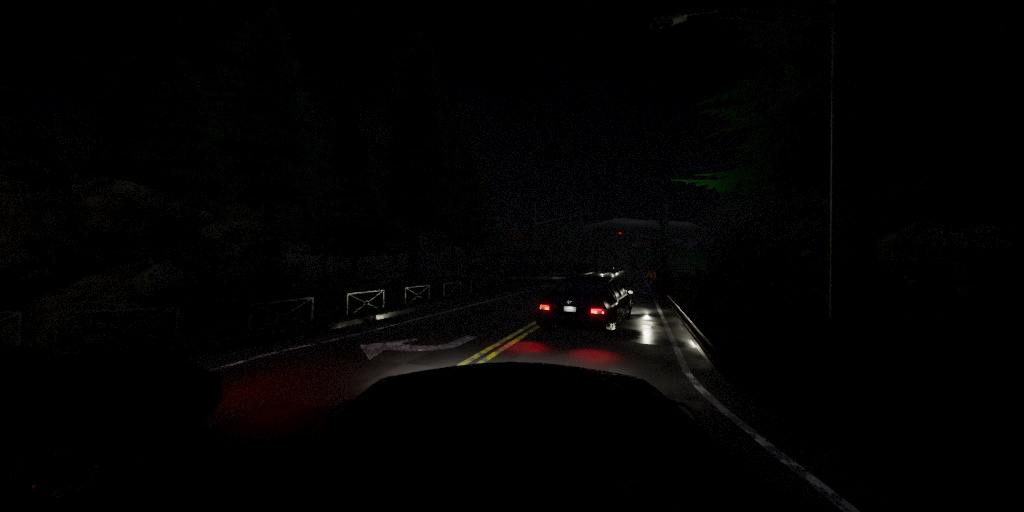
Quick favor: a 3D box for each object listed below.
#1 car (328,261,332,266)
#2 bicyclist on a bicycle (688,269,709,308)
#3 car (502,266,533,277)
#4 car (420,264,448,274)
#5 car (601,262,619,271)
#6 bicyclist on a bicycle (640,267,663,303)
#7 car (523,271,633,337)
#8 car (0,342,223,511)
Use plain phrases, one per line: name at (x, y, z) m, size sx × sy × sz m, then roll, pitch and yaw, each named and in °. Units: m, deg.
car at (-23.218, 1.502, 51.418) m, size 5.357 × 1.411 × 2.033 m, roll 1°, pitch -1°, yaw 23°
bicyclist on a bicycle at (7.875, 1.358, 15.107) m, size 1.656 × 1.620 × 0.582 m, roll 1°, pitch -1°, yaw -34°
car at (0.893, 1.859, 42.503) m, size 4.181 × 1.385 × 1.994 m, roll 1°, pitch -1°, yaw 20°
car at (-10.479, 1.695, 46.579) m, size 4.181 × 1.385 × 1.994 m, roll 1°, pitch -1°, yaw 21°
car at (15.624, 1.969, 57.913) m, size 2.097 × 1.767 × 4.553 m, roll 1°, pitch -1°, yaw 20°
bicyclist on a bicycle at (6.430, 1.346, 16.490) m, size 1.656 × 1.620 × 0.582 m, roll 1°, pitch -1°, yaw -31°
car at (2.304, 1.280, 10.283) m, size 2.033 × 1.411 × 5.357 m, roll 1°, pitch -1°, yaw 24°
car at (-4.936, 1.296, 2.140) m, size 1.895 × 1.301 × 4.718 m, roll 1°, pitch -1°, yaw 33°
